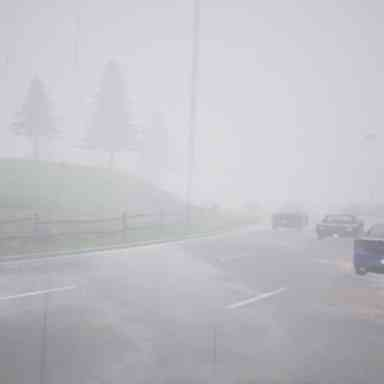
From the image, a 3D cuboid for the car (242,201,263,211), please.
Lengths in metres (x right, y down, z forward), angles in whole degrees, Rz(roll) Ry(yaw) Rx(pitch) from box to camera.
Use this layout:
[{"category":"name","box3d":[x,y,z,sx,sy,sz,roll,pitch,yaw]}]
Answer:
[{"category":"car","box3d":[9.286,2.161,51.712,2.128,1.511,4.902,1,-1,-13]}]

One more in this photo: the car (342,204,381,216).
[{"category":"car","box3d":[17.854,2.051,36.179,2.033,1.411,5.357,0,-1,3]}]

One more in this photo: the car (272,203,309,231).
[{"category":"car","box3d":[6.989,1.790,23.386,1.882,1.535,5.008,1,0,26]}]

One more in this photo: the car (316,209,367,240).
[{"category":"car","box3d":[8.141,1.851,18.062,1.895,1.301,4.718,0,-1,31]}]

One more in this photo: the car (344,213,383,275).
[{"category":"car","box3d":[6.499,1.625,10.179,1.882,1.535,5.008,0,-1,41]}]

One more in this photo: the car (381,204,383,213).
[{"category":"car","box3d":[21.145,2.048,36.921,1.812,1.442,4.674,1,-1,4]}]
